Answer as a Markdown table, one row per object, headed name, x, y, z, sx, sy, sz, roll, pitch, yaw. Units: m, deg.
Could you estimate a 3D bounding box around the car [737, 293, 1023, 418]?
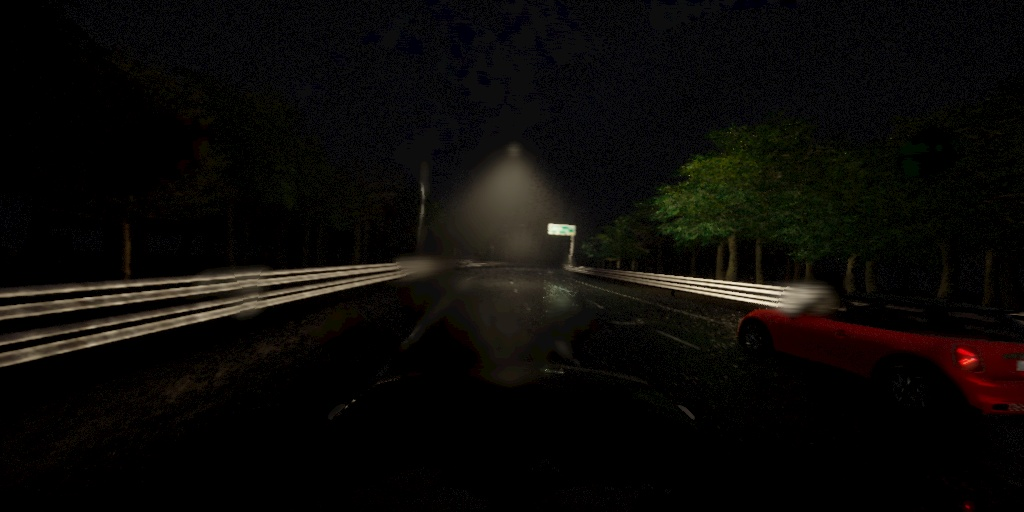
| name | x | y | z | sx | sy | sz | roll | pitch | yaw |
| --- | --- | --- | --- | --- | --- | --- | --- | --- | --- |
| car | 6.707 | 1.496 | 6.914 | 2.097 | 1.767 | 4.553 | 3 | 0 | -5 |
